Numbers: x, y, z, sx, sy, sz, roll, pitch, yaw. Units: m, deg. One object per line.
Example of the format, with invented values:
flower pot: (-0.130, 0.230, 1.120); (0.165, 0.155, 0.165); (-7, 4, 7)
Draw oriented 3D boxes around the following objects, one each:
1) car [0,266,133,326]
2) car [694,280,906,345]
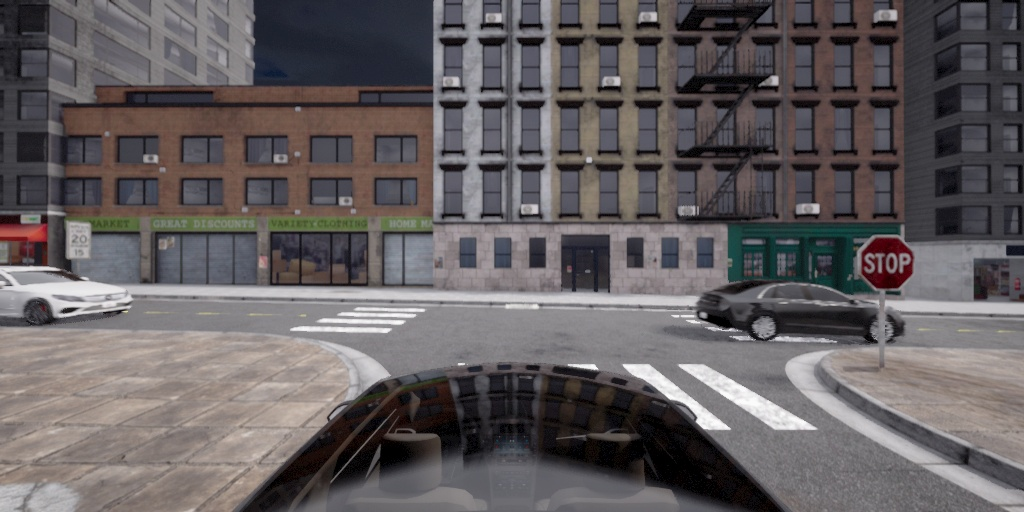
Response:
car: (-13.314, 1.011, 9.796); (4.674, 1.442, 1.812); (1, 0, 0)
car: (7.604, 1.414, 9.693); (4.892, 1.490, 1.837); (1, 0, 0)
